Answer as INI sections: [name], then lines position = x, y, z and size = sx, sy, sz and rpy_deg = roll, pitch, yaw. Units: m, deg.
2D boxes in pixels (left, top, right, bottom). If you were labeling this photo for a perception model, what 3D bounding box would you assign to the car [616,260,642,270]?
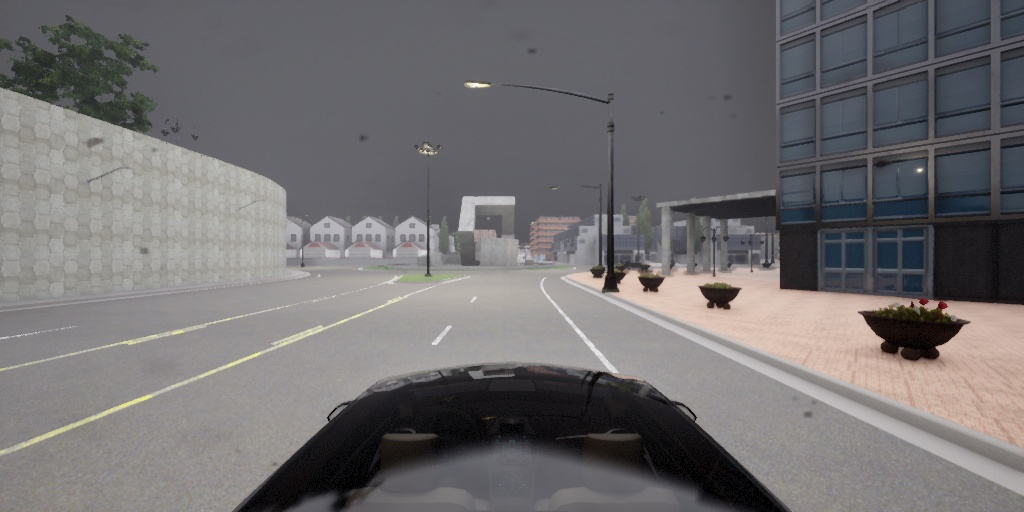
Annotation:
[car]
position = 16.932, 1.243, 51.466
size = 4.902, 1.511, 2.128
rpy_deg = 0, 0, -40
